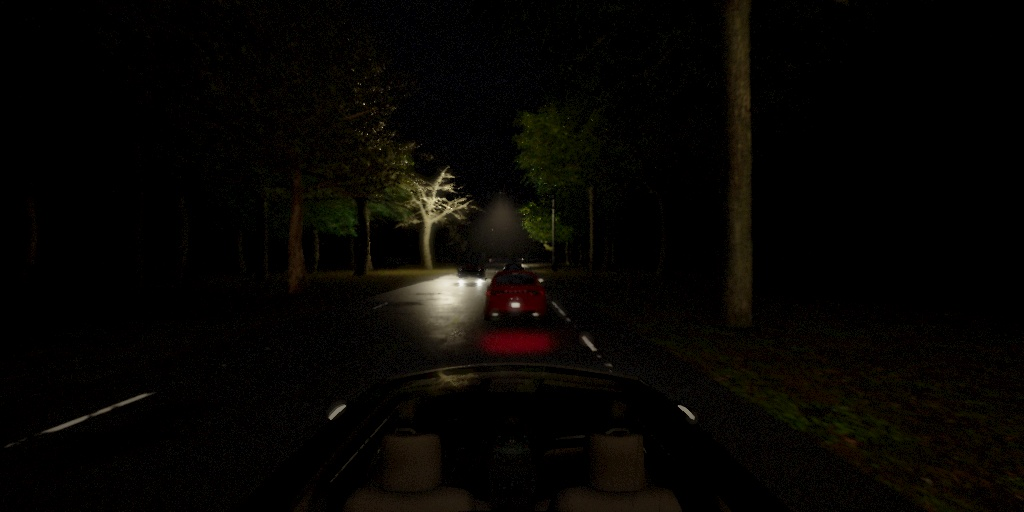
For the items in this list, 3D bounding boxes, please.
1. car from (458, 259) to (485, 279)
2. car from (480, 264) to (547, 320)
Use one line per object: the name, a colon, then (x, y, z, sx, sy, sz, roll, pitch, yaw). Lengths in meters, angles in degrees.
car: (-3.587, 1.108, 32.286, 2.097, 1.767, 4.553, 0, 0, 0)
car: (0.105, 1.218, 12.542, 1.882, 1.535, 5.008, 0, 0, 0)
